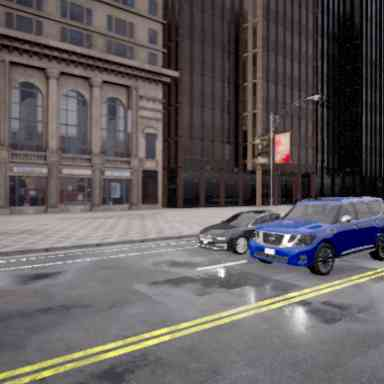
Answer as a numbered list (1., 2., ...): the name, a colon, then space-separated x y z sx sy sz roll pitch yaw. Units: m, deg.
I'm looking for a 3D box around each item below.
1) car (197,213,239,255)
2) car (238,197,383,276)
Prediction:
1. car: 2.472 1.505 13.366 4.892 1.490 1.837 -1 1 -35
2. car: 4.356 1.216 10.737 5.566 2.045 2.150 -2 1 -36
